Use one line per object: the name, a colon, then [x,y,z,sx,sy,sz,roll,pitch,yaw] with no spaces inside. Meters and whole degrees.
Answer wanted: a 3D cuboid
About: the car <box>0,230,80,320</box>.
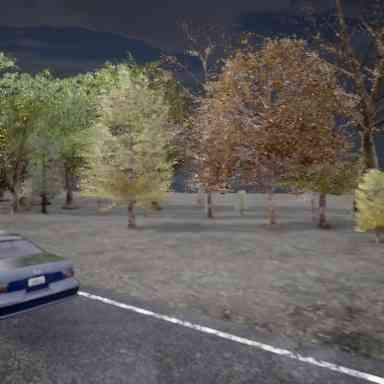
car: [-4.633,1.512,6.991,5.357,1.411,2.033,0,1,35]
